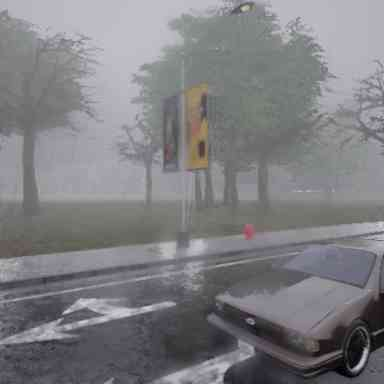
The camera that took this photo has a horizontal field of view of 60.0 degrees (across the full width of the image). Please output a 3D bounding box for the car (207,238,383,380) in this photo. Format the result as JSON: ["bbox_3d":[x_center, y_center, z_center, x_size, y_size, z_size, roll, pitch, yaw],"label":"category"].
[{"bbox_3d":[2.844,1.552,5.706,5.357,1.411,2.033,0,0,-35],"label":"car"}]
